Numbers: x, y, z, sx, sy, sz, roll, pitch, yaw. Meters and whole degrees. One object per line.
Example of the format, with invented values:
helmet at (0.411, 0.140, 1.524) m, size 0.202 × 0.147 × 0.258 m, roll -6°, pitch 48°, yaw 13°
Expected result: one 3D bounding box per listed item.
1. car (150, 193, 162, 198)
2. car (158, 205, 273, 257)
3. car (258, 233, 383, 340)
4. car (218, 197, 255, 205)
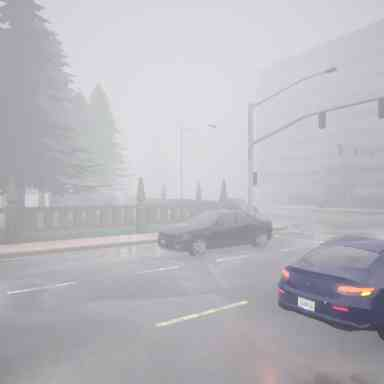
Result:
car at (-5.883, 1.163, 56.785) m, size 2.150 × 2.045 × 5.566 m, roll 0°, pitch 0°, yaw -2°
car at (1.039, 1.477, 13.143) m, size 5.008 × 1.535 × 1.882 m, roll 0°, pitch 0°, yaw -35°
car at (3.609, 1.526, 6.341) m, size 4.674 × 1.442 × 1.812 m, roll 0°, pitch 0°, yaw -35°
car at (4.026, 1.296, 30.382) m, size 2.097 × 1.767 × 4.553 m, roll 0°, pitch 0°, yaw -33°
